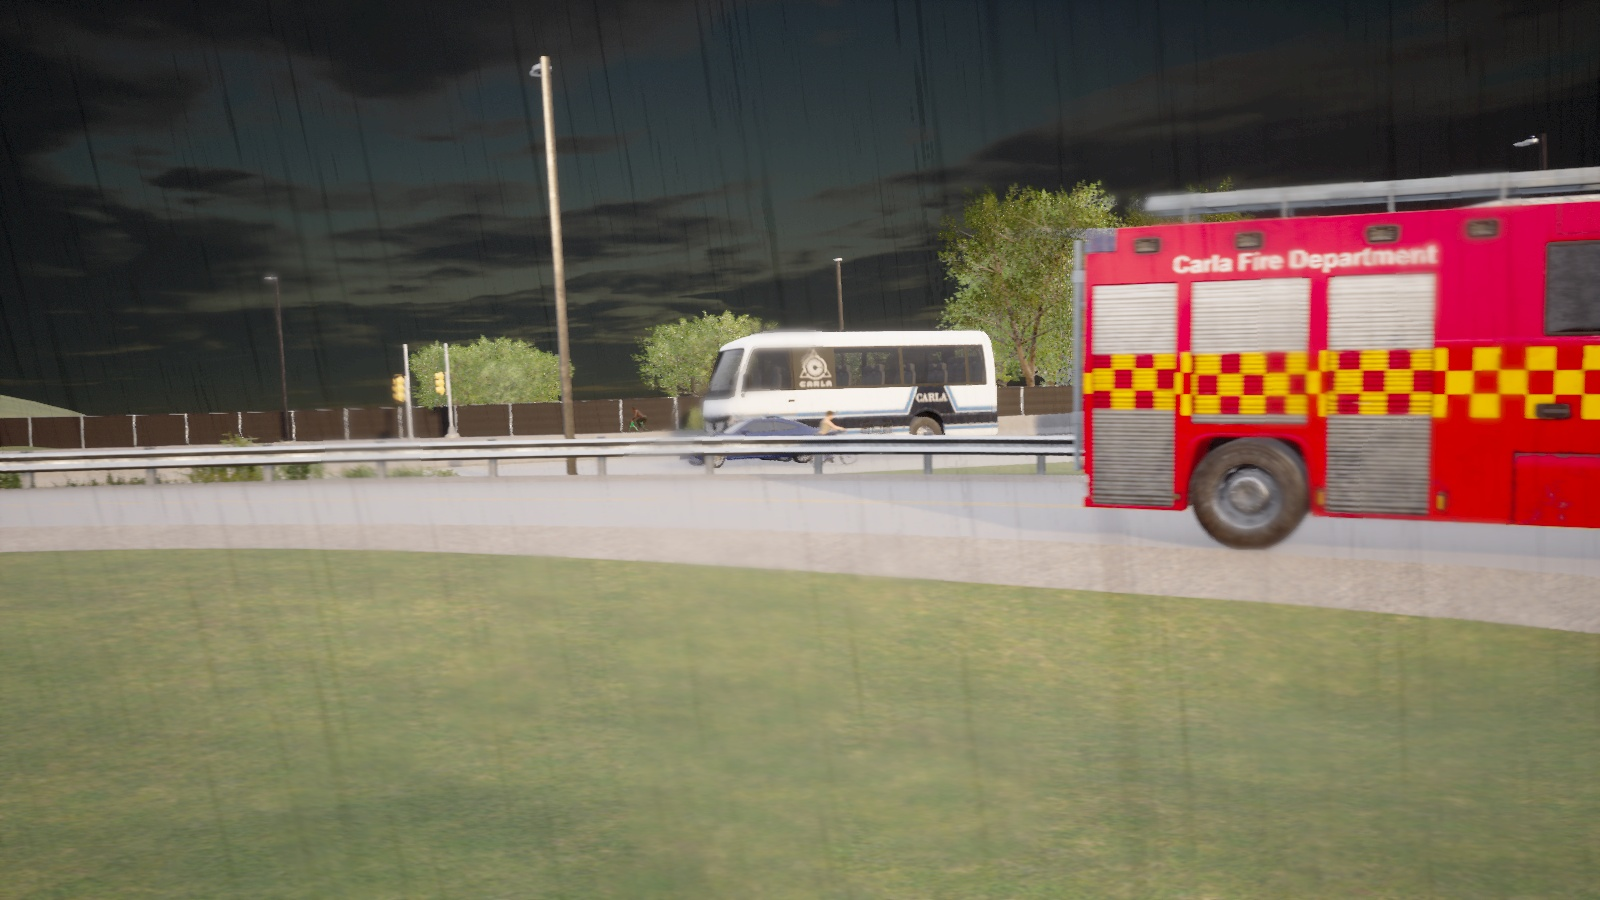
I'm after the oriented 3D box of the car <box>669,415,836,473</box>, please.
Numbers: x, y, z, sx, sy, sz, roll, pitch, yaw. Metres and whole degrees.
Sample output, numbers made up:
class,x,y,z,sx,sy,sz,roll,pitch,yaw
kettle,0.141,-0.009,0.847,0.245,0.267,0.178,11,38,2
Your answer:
class,x,y,z,sx,sy,sz,roll,pitch,yaw
car,-1.447,-0.220,38.396,4.674,1.442,1.812,-4,2,-21

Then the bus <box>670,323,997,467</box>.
class,x,y,z,sx,sy,sz,roll,pitch,yaw
bus,1.162,-1.939,43.170,10.273,4.253,3.944,-4,2,-21

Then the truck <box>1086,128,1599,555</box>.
class,x,y,z,sx,sy,sz,roll,pitch,yaw
truck,7.499,-1.064,12.737,8.468,3.827,2.891,0,5,27

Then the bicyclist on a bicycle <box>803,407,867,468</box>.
class,x,y,z,sx,sy,sz,roll,pitch,yaw
bicyclist on a bicycle,0.988,-0.353,35.606,1.509,1.612,0.866,-4,2,-21
